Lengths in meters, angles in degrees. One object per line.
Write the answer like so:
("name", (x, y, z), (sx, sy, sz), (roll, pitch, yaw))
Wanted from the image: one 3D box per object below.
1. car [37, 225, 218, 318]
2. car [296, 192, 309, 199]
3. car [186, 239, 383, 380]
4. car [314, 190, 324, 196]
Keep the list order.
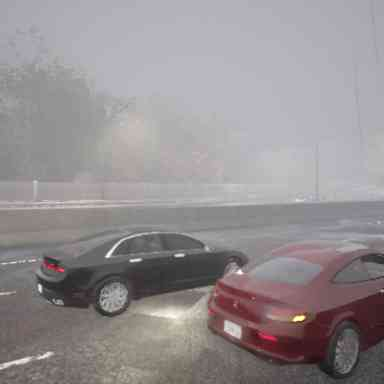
("car", (-0.789, 1.505, 7.481), (4.892, 1.490, 1.837), (0, 0, -36))
("car", (24.103, 0.803, 72.424), (2.128, 1.511, 4.902), (0, 1, 32))
("car", (2.378, 1.525, 5.445), (4.674, 1.442, 1.812), (0, 0, -35))
("car", (32.690, 0.350, 85.713), (2.128, 1.511, 4.902), (0, 2, 34))
